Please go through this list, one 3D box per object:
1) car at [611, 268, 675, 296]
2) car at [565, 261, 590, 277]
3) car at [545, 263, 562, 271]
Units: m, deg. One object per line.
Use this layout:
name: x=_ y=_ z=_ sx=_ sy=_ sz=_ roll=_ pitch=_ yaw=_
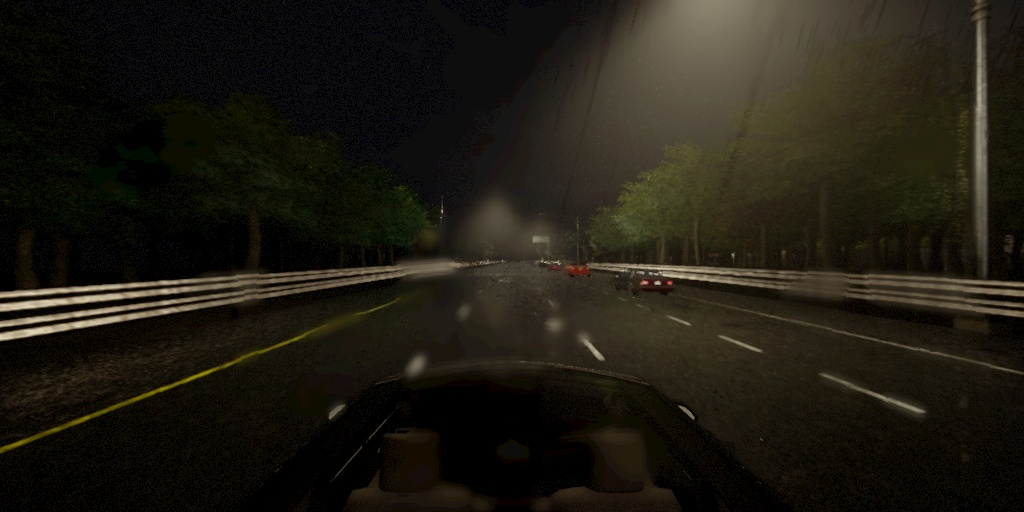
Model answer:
car: x=7.010 y=1.377 z=19.780 sx=2.033 sy=1.411 sz=5.357 roll=0 pitch=0 yaw=0
car: x=7.060 y=1.354 z=39.084 sx=2.097 sy=1.767 sz=4.553 roll=0 pitch=-1 yaw=0
car: x=7.164 y=1.790 z=60.140 sx=1.994 sy=1.385 sz=4.181 roll=0 pitch=-1 yaw=0
